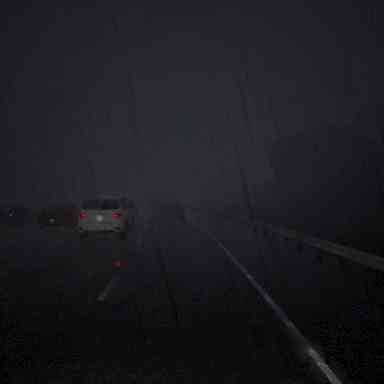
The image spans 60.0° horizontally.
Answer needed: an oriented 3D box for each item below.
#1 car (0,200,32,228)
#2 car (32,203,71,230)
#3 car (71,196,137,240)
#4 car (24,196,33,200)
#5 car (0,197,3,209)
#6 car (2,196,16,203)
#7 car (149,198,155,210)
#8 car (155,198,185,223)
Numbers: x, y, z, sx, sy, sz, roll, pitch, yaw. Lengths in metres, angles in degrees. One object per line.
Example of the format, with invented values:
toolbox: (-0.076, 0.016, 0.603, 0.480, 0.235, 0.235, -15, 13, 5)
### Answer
car: (-11.797, 1.514, 21.786, 1.812, 1.442, 4.674, 0, 0, -6)
car: (-8.224, 1.463, 21.347, 1.882, 1.535, 5.008, 0, 0, -6)
car: (-4.294, 1.207, 17.174, 2.150, 2.045, 5.566, 0, 0, -5)
car: (-34.992, 1.485, 70.796, 2.128, 1.511, 4.902, 0, 0, -22)
car: (-26.279, 1.474, 42.836, 2.128, 1.511, 4.902, 0, 0, -13)
car: (-38.340, 1.517, 69.765, 1.994, 1.385, 4.181, 0, 0, -22)
car: (-4.298, 1.437, 41.302, 1.882, 1.535, 5.008, 0, 0, -11)
car: (-1.676, 1.452, 25.423, 1.882, 1.535, 5.008, 0, 0, -7)
